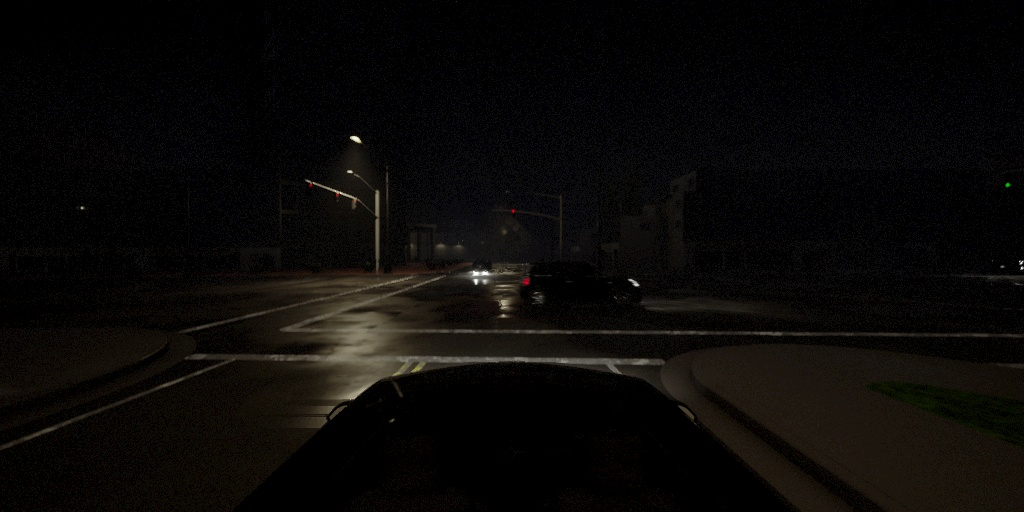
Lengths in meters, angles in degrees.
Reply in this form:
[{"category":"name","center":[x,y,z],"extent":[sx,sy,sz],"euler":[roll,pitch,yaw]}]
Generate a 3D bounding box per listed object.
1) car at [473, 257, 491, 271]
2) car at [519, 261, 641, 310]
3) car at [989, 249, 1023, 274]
[{"category":"car","center":[-3.562,0.925,43.083],"extent":[2.128,1.511,4.902],"euler":[0,0,0]},{"category":"car","center":[2.545,0.980,13.838],"extent":[4.553,1.767,2.097],"euler":[0,0,-2]},{"category":"car","center":[41.696,0.404,28.484],"extent":[5.566,2.045,2.150],"euler":[-2,0,0]}]
